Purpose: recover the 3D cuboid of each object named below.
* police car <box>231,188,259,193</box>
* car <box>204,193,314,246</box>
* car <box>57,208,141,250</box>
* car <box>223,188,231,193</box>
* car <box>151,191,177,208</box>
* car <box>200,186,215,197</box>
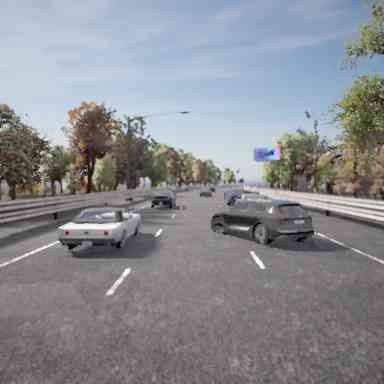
[{"bbox_3d":[4.041,0.773,22.898,1.930,1.638,5.238,0,2,2],"label":"police car"},{"bbox_3d":[2.650,1.042,13.461,2.033,1.649,4.856,-1,2,-27],"label":"car"},{"bbox_3d":[-3.182,1.235,12.475,1.895,1.301,4.718,0,2,1],"label":"car"},{"bbox_3d":[4.527,0.401,33.619,2.097,1.767,4.553,0,2,3],"label":"car"},{"bbox_3d":[-2.522,0.636,30.395,1.837,1.490,4.892,0,2,3],"label":"car"},{"bbox_3d":[2.234,0.052,53.171,2.033,1.411,5.357,0,2,5],"label":"car"}]
